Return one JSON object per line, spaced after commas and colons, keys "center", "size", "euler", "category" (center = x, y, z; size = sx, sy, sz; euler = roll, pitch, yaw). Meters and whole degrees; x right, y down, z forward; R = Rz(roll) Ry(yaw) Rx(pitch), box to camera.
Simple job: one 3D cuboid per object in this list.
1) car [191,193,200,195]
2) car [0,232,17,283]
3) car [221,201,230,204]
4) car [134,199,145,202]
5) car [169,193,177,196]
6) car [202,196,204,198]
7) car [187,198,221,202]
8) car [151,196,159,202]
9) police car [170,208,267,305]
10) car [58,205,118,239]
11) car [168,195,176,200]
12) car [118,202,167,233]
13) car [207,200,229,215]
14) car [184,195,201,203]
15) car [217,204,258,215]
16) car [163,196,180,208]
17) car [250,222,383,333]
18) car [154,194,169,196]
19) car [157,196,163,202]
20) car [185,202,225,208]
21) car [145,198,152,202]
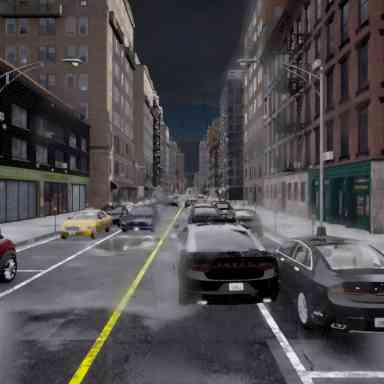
{"center": [-0.084, 1.457, 58.800], "size": [1.882, 1.535, 5.008], "euler": [0, 0, 0], "category": "car"}
{"center": [-5.396, 1.440, 6.728], "size": [1.967, 1.590, 4.097], "euler": [0, 0, 0], "category": "car"}
{"center": [2.598, 1.563, 28.381], "size": [1.947, 1.339, 4.313], "euler": [0, 0, 0], "category": "car"}
{"center": [-5.427, 1.523, 28.209], "size": [1.752, 1.417, 4.829], "euler": [0, 0, 0], "category": "car"}
{"center": [-5.504, 1.513, 81.906], "size": [2.008, 1.369, 4.403], "euler": [0, 0, 0], "category": "car"}
{"center": [2.574, 1.515, 44.790], "size": [1.752, 1.417, 4.829], "euler": [0, 0, 0], "category": "car"}
{"center": [0.792, 1.476, 24.257], "size": [1.882, 1.535, 5.008], "euler": [0, 0, 0], "category": "car"}
{"center": [-5.443, 1.544, 39.205], "size": [2.008, 1.369, 4.403], "euler": [0, 0, 0], "category": "car"}
{"center": [0.512, 1.424, 8.289], "size": [1.930, 1.638, 5.238], "euler": [0, 0, -6], "category": "police car"}
{"center": [-5.411, 1.524, 17.384], "size": [1.752, 1.417, 4.829], "euler": [0, 0, 0], "category": "car"}
{"center": [-5.520, 1.477, 92.644], "size": [1.752, 1.417, 4.829], "euler": [0, 0, 0], "category": "car"}
{"center": [-2.879, 1.545, 19.907], "size": [2.033, 1.411, 5.357], "euler": [0, 0, 0], "category": "car"}
{"center": [2.590, 1.562, 33.794], "size": [1.947, 1.339, 4.313], "euler": [0, 0, 0], "category": "car"}
{"center": [-0.045, 1.494, 45.736], "size": [1.837, 1.490, 4.892], "euler": [0, 0, 1], "category": "car"}
{"center": [2.614, 1.549, 17.556], "size": [2.008, 1.369, 4.403], "euler": [0, 0, 0], "category": "car"}
{"center": [-2.814, 1.589, 47.142], "size": [1.895, 1.301, 4.718], "euler": [0, 0, 0], "category": "car"}
{"center": [2.629, 1.550, 6.731], "size": [2.008, 1.369, 4.403], "euler": [0, 0, 0], "category": "car"}
{"center": [-5.466, 1.297, 55.443], "size": [2.192, 1.841, 5.009], "euler": [0, 0, 0], "category": "car"}
{"center": [-5.450, 1.541, 44.618], "size": [2.008, 1.369, 4.403], "euler": [0, 0, 0], "category": "car"}
{"center": [0.691, 1.503, 18.258], "size": [1.837, 1.490, 4.892], "euler": [0, 0, 0], "category": "car"}
{"center": [-5.435, 1.578, 33.792], "size": [1.802, 1.307, 4.206], "euler": [0, 0, 0], "category": "car"}
